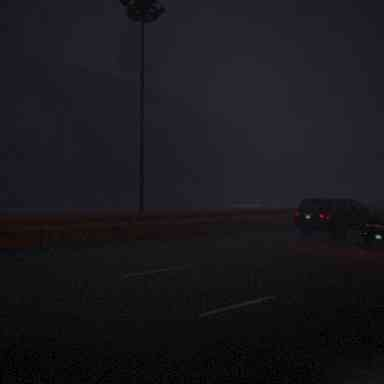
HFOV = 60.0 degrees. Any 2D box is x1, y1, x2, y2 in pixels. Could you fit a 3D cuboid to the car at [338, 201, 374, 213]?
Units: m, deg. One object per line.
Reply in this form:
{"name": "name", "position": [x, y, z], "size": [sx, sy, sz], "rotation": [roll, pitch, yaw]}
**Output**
{"name": "car", "position": [20.683, 1.873, 41.982], "size": [4.181, 1.385, 1.994], "rotation": [0, 0, -26]}

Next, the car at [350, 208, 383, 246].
{"name": "car", "position": [9.512, 1.614, 14.798], "size": [4.902, 1.511, 2.128], "rotation": [0, 0, -35]}

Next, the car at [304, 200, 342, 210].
{"name": "car", "position": [19.373, 1.881, 49.162], "size": [5.357, 1.411, 2.033], "rotation": [1, 0, -26]}

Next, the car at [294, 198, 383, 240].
{"name": "car", "position": [7.928, 1.347, 17.965], "size": [5.566, 2.045, 2.150], "rotation": [1, 0, -35]}

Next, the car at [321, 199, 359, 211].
{"name": "car", "position": [20.369, 1.802, 45.720], "size": [5.008, 1.535, 1.882], "rotation": [0, 0, -26]}
